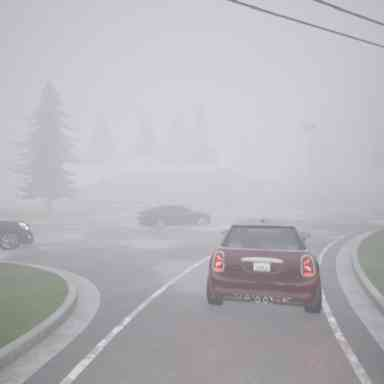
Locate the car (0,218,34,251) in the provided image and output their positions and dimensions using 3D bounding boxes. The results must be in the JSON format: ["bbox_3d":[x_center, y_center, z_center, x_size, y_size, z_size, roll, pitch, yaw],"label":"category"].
[{"bbox_3d":[-8.645,1.356,12.874,4.553,1.767,2.097,0,0,-30],"label":"car"}]

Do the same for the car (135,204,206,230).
[{"bbox_3d":[-1.131,1.508,21.001,4.892,1.490,1.837,0,0,-29],"label":"car"}]

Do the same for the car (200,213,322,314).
[{"bbox_3d":[1.740,1.353,7.974,2.097,1.767,4.553,0,0,14],"label":"car"}]
